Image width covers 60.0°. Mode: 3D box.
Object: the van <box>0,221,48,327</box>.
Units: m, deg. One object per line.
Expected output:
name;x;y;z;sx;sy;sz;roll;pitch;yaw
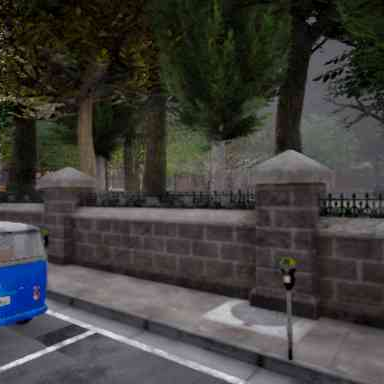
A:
van;-4.250;1.348;5.856;3.998;1.788;1.690;0;-1;36
